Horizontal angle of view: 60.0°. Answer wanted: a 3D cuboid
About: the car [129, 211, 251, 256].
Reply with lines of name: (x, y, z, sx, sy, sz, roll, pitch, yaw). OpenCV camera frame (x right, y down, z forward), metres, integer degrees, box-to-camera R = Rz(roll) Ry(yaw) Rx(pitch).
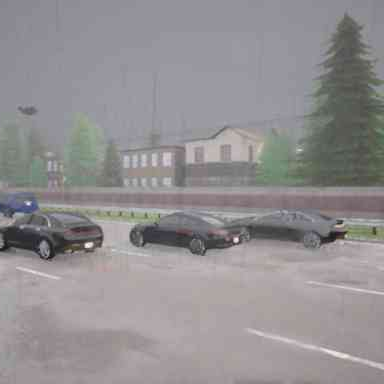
car: (-0.343, 1.473, 12.817, 4.674, 1.442, 1.812, 0, 0, 35)

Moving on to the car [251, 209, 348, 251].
car: (3.912, 1.457, 14.098, 4.902, 1.511, 2.128, 0, 0, 35)

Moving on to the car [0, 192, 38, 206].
car: (-14.958, 1.027, 27.555, 5.566, 2.045, 2.150, 0, 0, 35)

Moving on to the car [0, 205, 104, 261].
car: (-5.265, 1.428, 12.045, 4.892, 1.490, 1.837, 1, 0, 35)
